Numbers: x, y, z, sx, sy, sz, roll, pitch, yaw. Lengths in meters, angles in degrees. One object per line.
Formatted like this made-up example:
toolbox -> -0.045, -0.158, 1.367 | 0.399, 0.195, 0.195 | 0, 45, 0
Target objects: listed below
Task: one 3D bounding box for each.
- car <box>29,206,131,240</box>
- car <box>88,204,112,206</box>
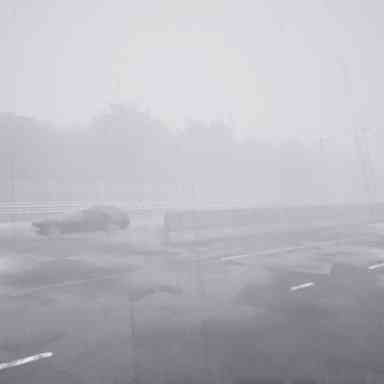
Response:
car -> -5.714, 1.593, 17.114 | 4.718, 1.301, 1.895 | 0, 0, -36
car -> -6.191, 1.515, 21.073 | 4.674, 1.442, 1.812 | 0, 0, -36
